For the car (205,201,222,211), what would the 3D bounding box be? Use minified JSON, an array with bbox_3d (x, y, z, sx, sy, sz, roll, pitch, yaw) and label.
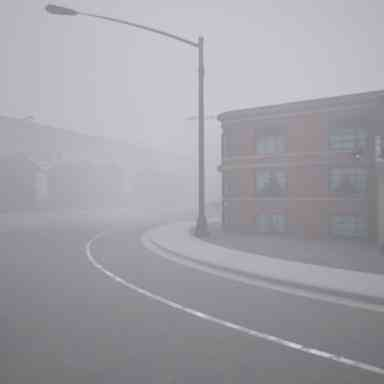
[{"bbox_3d":[3.154,2.123,50.625,2.128,1.511,4.902,-1,-1,30],"label":"car"}]
